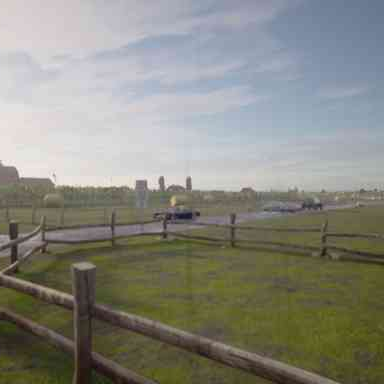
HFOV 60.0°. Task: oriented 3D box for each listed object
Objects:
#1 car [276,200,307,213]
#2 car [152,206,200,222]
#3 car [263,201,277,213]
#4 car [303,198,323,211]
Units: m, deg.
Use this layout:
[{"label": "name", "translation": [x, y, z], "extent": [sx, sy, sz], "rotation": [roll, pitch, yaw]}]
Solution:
[{"label": "car", "translation": [13.357, 2.099, 44.398], "extent": [1.994, 1.385, 4.181], "rotation": [-1, -1, 36]}, {"label": "car", "translation": [-1.293, 1.884, 28.414], "extent": [1.895, 1.301, 4.718], "rotation": [-1, -1, 35]}, {"label": "car", "translation": [11.599, 2.089, 46.822], "extent": [1.837, 1.490, 4.892], "rotation": [-1, -2, 35]}, {"label": "car", "translation": [19.034, 1.892, 52.633], "extent": [2.150, 2.045, 5.566], "rotation": [-1, -1, 35]}]
